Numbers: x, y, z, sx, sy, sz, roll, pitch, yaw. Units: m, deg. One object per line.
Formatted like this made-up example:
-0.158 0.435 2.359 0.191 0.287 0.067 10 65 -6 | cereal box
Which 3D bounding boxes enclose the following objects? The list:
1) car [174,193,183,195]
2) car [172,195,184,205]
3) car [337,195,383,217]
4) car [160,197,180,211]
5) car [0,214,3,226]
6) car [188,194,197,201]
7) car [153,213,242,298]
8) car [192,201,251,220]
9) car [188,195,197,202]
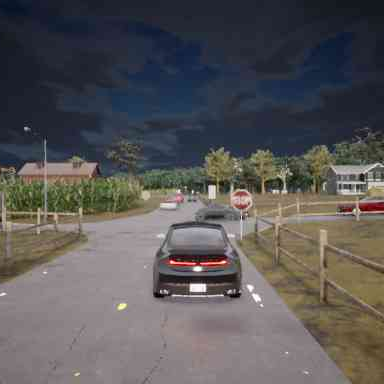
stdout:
-2.710 1.170 66.998 2.150 2.045 5.566 0 0 1 | car
-2.782 1.564 53.287 1.895 1.301 4.718 0 0 0 | car
13.785 1.026 25.536 5.008 1.535 1.882 -2 -2 0 | car
-2.816 1.578 40.568 1.895 1.301 4.718 0 0 0 | car
-15.331 1.668 22.655 4.553 1.767 2.097 -1 -2 -2 | car
0.073 1.310 80.362 2.033 1.411 5.357 0 0 0 | car
0.106 1.509 8.522 1.837 1.490 4.892 0 0 0 | car
2.288 1.497 24.887 4.181 1.385 1.994 -3 -2 39 | car
0.062 1.492 70.349 1.994 1.385 4.181 0 0 0 | car
